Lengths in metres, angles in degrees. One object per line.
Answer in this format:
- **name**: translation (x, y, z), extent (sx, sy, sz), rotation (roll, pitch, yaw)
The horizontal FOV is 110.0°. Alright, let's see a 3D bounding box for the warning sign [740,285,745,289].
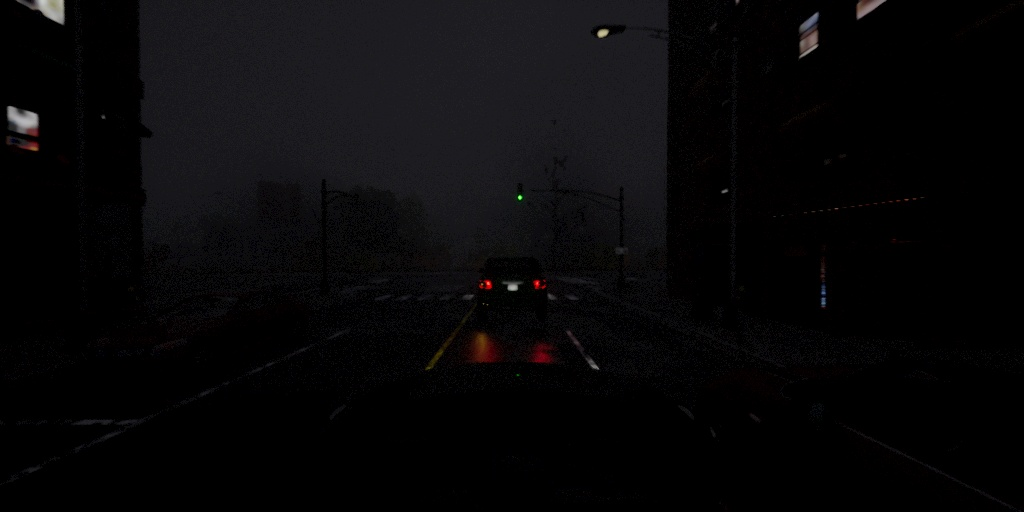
- **warning sign**: translation (16.653, 1.051, 24.347), extent (1.060, 1.860, 1.300), rotation (0, 0, -9)

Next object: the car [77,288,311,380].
- **car**: translation (-5.789, 1.353, 7.271), extent (1.802, 1.307, 4.207), rotation (0, 0, 0)

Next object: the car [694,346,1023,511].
- **car**: translation (2.688, 1.190, 1.800), extent (1.967, 1.591, 4.097), rotation (0, 0, 0)

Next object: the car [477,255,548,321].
- **car**: translation (-0.044, 1.010, 12.782), extent (2.150, 2.045, 5.566), rotation (0, -1, -1)
